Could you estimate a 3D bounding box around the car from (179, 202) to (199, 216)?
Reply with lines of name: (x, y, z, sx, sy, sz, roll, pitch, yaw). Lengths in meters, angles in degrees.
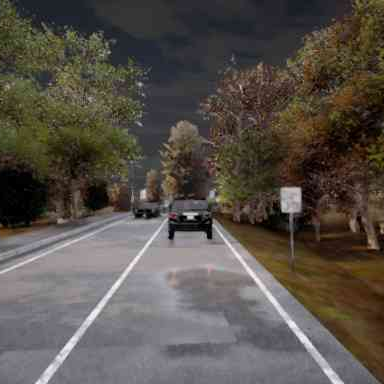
car: (-0.312, 1.759, 35.657, 2.033, 1.411, 5.357, 0, -2, -1)

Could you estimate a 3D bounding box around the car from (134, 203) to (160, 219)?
car: (-3.935, 1.678, 29.715, 1.895, 1.301, 4.718, 0, -1, -1)

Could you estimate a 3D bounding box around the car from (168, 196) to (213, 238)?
car: (-0.099, 1.247, 17.825, 2.150, 2.045, 5.566, 0, 0, -1)
